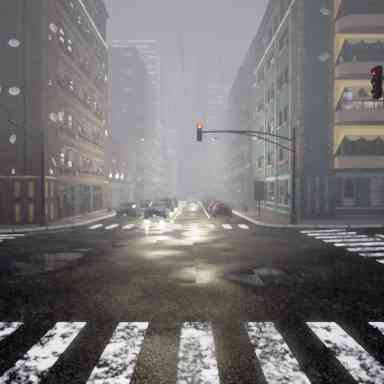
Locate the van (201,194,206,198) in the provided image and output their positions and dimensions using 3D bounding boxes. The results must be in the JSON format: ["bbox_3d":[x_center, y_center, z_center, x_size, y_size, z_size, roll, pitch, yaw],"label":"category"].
[{"bbox_3d":[2.711,1.353,52.347,1.690,1.788,3.998,0,0,0],"label":"van"}]

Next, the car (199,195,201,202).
[{"bbox_3d":[2.715,1.581,57.871,1.947,1.339,4.313,0,0,0],"label":"car"}]

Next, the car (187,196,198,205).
[{"bbox_3d":[0.032,1.542,59.711,1.812,1.442,4.674,0,0,0],"label":"car"}]

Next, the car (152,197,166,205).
[{"bbox_3d":[-5.666,1.560,57.888,1.887,1.381,4.507,0,0,0],"label":"car"}]

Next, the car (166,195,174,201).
[{"bbox_3d":[-5.652,1.561,85.335,1.752,1.417,4.829,0,0,0],"label":"car"}]

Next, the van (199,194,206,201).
[{"bbox_3d":[2.728,1.377,85.489,1.690,1.788,3.998,-1,0,0],"label":"van"}]

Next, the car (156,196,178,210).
[{"bbox_3d":[-3.076,1.510,39.895,1.837,1.490,4.892,0,0,0],"label":"car"}]

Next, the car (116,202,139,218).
[{"bbox_3d":[-5.680,1.568,30.270,1.947,1.339,4.313,0,0,0],"label":"car"}]

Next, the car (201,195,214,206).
[{"bbox_3d":[2.709,1.554,46.824,1.887,1.381,4.507,0,0,0],"label":"car"}]

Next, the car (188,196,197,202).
[{"bbox_3d":[0.038,1.451,69.746,1.895,1.301,4.718,0,0,0],"label":"car"}]

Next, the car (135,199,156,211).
[{"bbox_3d":[-5.674,1.572,41.317,1.947,1.339,4.313,0,0,0],"label":"car"}]

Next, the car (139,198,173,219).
[{"bbox_3d":[-3.085,1.549,29.776,2.033,1.411,5.357,0,0,0],"label":"car"}]

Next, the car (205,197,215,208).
[{"bbox_3d":[2.704,1.570,35.777,1.947,1.339,4.313,0,0,0],"label":"car"}]

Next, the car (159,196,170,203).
[{"bbox_3d":[-5.660,1.604,68.935,1.802,1.307,4.206,0,0,0],"label":"car"}]

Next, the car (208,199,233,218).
[{"bbox_3d":[2.701,1.584,30.254,1.802,1.307,4.206,0,0,0],"label":"car"}]
